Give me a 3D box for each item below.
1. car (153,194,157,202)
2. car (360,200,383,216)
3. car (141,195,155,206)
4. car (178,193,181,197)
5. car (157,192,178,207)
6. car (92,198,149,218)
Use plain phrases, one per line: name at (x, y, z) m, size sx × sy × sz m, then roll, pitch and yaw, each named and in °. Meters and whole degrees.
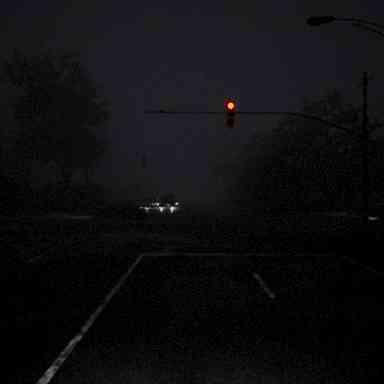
car at (-7.395, 1.270, 66.073) m, size 2.097 × 1.767 × 4.553 m, roll 0°, pitch 0°, yaw -1°
car at (18.544, 1.474, 31.454) m, size 5.008 × 1.535 × 1.882 m, roll 0°, pitch 0°, yaw -3°
car at (-7.242, 1.521, 50.456) m, size 2.033 × 1.411 × 5.357 m, roll 0°, pitch 0°, yaw 0°
car at (-3.914, 1.263, 67.761) m, size 2.097 × 1.767 × 4.553 m, roll 0°, pitch 0°, yaw -2°
car at (-3.749, 1.193, 51.659) m, size 2.150 × 2.045 × 5.566 m, roll 0°, pitch 0°, yaw 0°
car at (-6.541, 1.515, 29.965) m, size 4.674 × 1.442 × 1.812 m, roll 0°, pitch 0°, yaw -3°
